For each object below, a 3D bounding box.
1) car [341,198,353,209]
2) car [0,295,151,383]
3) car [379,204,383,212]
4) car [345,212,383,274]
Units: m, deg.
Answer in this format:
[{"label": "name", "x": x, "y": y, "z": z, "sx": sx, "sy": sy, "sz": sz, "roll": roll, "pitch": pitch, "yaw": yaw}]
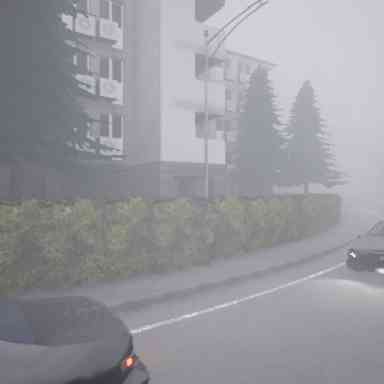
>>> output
[{"label": "car", "x": 19.002, "y": 1.491, "z": 44.034, "sx": 2.128, "sy": 1.511, "sz": 4.902, "roll": 0, "pitch": 0, "yaw": -17}, {"label": "car", "x": -2.965, "y": 1.547, "z": 2.198, "sx": 5.357, "sy": 1.411, "sz": 2.033, "roll": 0, "pitch": 0, "yaw": -35}, {"label": "car", "x": 20.335, "y": 1.502, "z": 32.745, "sx": 1.837, "sy": 1.490, "sz": 4.892, "roll": 0, "pitch": 0, "yaw": 4}, {"label": "car", "x": 6.424, "y": 1.547, "z": 10.138, "sx": 2.033, "sy": 1.411, "sz": 5.357, "roll": 0, "pitch": 0, "yaw": 42}]
